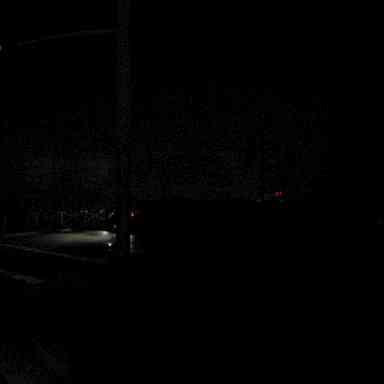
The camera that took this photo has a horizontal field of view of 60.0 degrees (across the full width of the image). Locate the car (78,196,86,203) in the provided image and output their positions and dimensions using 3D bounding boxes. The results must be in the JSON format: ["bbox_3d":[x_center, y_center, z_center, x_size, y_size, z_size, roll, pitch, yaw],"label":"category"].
[{"bbox_3d":[-18.453,1.077,60.329,1.905,1.878,3.866,0,0,35],"label":"car"}]

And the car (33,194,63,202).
[{"bbox_3d":[-28.897,1.153,67.720,2.152,1.636,5.027,0,0,35],"label":"car"}]

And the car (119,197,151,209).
[{"bbox_3d":[-7.473,1.384,43.804,1.970,1.475,3.806,0,0,35],"label":"car"}]

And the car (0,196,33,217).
[{"bbox_3d":[-15.785,1.339,26.883,2.007,1.523,4.514,0,0,35],"label":"car"}]

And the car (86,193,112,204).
[{"bbox_3d":[-15.843,1.097,58.987,1.932,1.855,4.605,0,0,35],"label":"car"}]

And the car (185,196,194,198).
[{"bbox_3d":[-0.753,1.374,48.140,1.845,1.501,3.633,0,0,35],"label":"car"}]

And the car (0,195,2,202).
[{"bbox_3d":[-41.384,1.298,67.525,2.007,1.523,4.514,0,0,35],"label":"car"}]

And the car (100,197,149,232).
[{"bbox_3d":[-3.022,1.352,20.539,2.097,1.767,4.553,0,0,35],"label":"car"}]

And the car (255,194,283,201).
[{"bbox_3d":[8.450,1.221,37.024,2.150,2.045,5.566,0,0,35],"label":"car"}]

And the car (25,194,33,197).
[{"bbox_3d":[-34.322,1.232,71.163,1.970,1.475,3.806,0,0,35],"label":"car"}]
